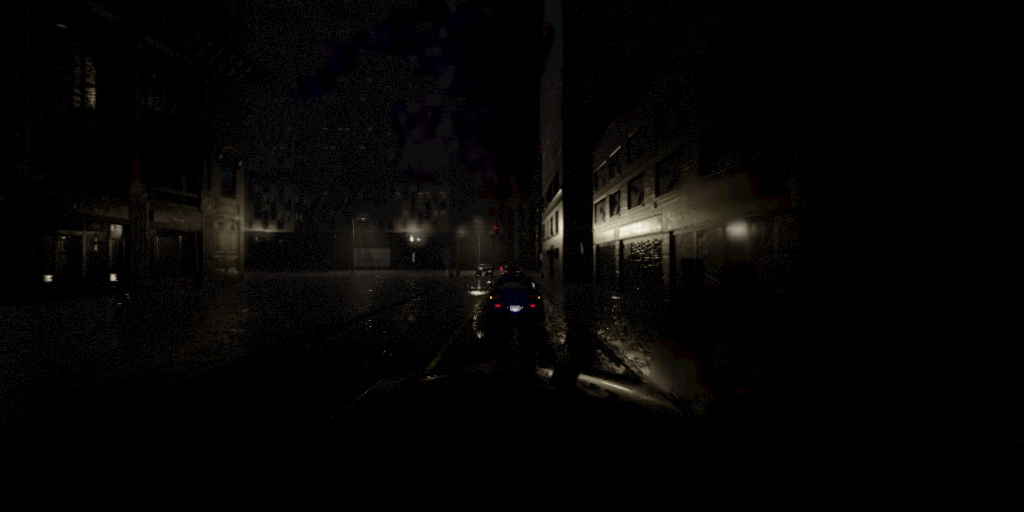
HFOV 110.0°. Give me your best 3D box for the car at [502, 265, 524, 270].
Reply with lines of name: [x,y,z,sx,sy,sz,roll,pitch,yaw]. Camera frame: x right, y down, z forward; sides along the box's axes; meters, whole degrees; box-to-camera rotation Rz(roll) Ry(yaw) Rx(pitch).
car: [0.094,1.576,32.465,2.128,1.511,4.902,0,-1,0]

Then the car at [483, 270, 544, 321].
car: [0.095,1.397,12.841,1.812,1.442,4.674,0,-1,0]

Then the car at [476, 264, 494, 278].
car: [-3.028,1.667,40.737,2.128,1.511,4.902,0,-1,0]
